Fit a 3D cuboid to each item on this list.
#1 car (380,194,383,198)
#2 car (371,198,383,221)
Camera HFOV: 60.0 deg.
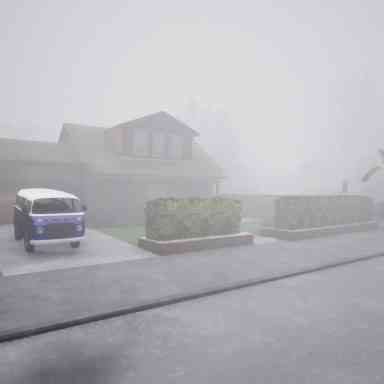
[{"bbox_3d":[24.018,0.986,40.753,3.866,1.878,1.905,0,0,0],"label":"car"},{"bbox_3d":[15.532,1.492,24.836,2.128,1.511,4.902,0,0,-38],"label":"car"}]
